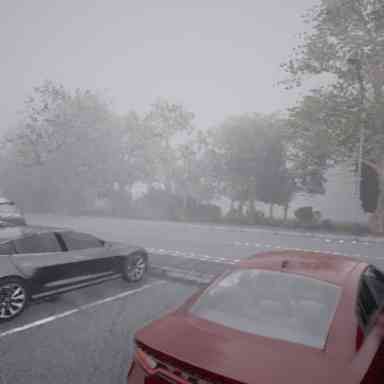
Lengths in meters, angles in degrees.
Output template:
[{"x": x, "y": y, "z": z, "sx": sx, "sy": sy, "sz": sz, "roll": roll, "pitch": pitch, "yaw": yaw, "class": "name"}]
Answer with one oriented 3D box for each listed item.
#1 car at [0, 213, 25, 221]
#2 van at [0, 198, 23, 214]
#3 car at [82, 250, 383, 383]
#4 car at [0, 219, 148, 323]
[{"x": -5.343, "y": 1.475, "z": 8.952, "sx": 2.002, "sy": 1.452, "sz": 4.674, "roll": 0, "pitch": 0, "yaw": 35, "class": "car"}, {"x": -7.533, "y": 1.196, "z": 10.660, "sx": 1.878, "sy": 1.987, "sz": 4.442, "roll": 0, "pitch": 0, "yaw": 35, "class": "van"}, {"x": 1.437, "y": 1.475, "z": 4.114, "sx": 2.097, "sy": 1.535, "sz": 5.008, "roll": 0, "pitch": 0, "yaw": 35, "class": "car"}, {"x": -3.062, "y": 1.478, "z": 7.366, "sx": 2.163, "sy": 1.488, "sz": 4.792, "roll": 0, "pitch": 0, "yaw": 35, "class": "car"}]
